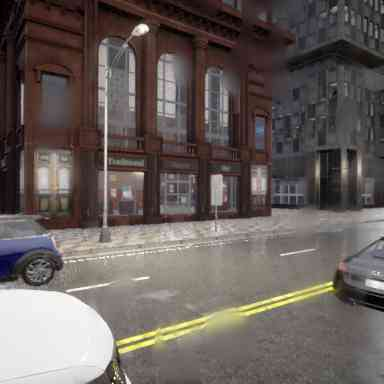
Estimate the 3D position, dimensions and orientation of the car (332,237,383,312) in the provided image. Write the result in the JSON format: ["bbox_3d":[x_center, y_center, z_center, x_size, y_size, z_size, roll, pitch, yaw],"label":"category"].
[{"bbox_3d":[4.807,1.561,6.888,4.181,1.385,1.994,0,0,-35],"label":"car"}]

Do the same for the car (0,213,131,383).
[{"bbox_3d":[-2.943,1.221,1.336,5.566,2.045,2.150,0,0,-36],"label":"car"}]

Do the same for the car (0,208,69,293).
[{"bbox_3d":[-5.510,1.352,7.740,4.553,1.767,2.097,0,0,-36],"label":"car"}]
